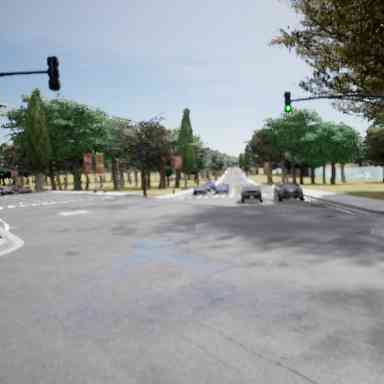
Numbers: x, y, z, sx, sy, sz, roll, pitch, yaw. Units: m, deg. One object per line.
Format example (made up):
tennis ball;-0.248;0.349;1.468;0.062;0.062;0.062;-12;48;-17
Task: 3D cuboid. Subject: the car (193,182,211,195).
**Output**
car;1.277;-0.299;50.512;2.033;1.411;5.357;-2;2;7

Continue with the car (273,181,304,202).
car;8.582;-0.142;29.926;2.097;1.767;4.553;-2;2;8

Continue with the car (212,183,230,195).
car;4.433;-0.431;49.591;1.812;1.442;4.674;-2;2;7

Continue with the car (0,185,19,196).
car;-36.686;-0.078;66.186;2.033;1.411;5.357;-6;4;-38

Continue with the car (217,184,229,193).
car;5.542;-0.661;58.388;1.895;1.301;4.718;-2;2;7

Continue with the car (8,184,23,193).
car;-40.498;-0.760;76.369;2.097;1.767;4.553;-6;4;-38

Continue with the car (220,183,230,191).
car;6.829;-1.090;68.645;1.837;1.490;4.892;-2;1;7

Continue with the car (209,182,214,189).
car;2.529;-0.641;60.474;2.033;1.411;5.357;-2;2;7

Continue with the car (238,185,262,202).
car;5.446;0.117;30.979;1.837;1.490;4.892;-2;2;7

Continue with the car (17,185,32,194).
car;-34.355;-0.318;68.470;1.994;1.385;4.181;-6;4;-38
